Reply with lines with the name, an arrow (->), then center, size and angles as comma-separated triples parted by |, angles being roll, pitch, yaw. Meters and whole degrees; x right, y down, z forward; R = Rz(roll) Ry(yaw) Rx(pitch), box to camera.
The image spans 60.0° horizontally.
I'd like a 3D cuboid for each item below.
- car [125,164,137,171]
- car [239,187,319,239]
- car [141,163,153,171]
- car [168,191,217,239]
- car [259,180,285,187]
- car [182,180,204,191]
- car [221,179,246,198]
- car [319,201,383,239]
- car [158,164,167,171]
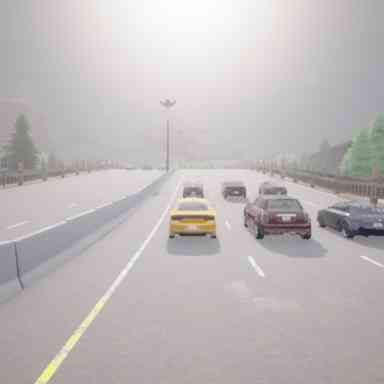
car -> -13.621, -5.533, 74.884 | 1.812, 1.442, 4.674 | 0, 7, 0
car -> 3.541, 0.878, 14.547 | 2.097, 1.767, 4.553 | 0, 4, 0
car -> -10.121, -5.704, 74.875 | 2.097, 1.767, 4.553 | 0, 7, 0
car -> 0.041, 0.995, 14.603 | 1.882, 1.535, 5.008 | 0, 4, 0
car -> 7.123, -0.347, 29.418 | 1.812, 1.442, 4.674 | 0, 6, 0
car -> 0.124, -0.348, 29.458 | 1.812, 1.442, 4.674 | 0, 6, 0
car -> 3.624, -0.395, 29.432 | 1.882, 1.535, 5.008 | 0, 6, 0
car -> 7.041, 1.084, 14.570 | 1.994, 1.385, 4.181 | 0, 4, 0
car -> -6.621, -5.532, 74.845 | 2.128, 1.511, 4.902 | 0, 7, 0
